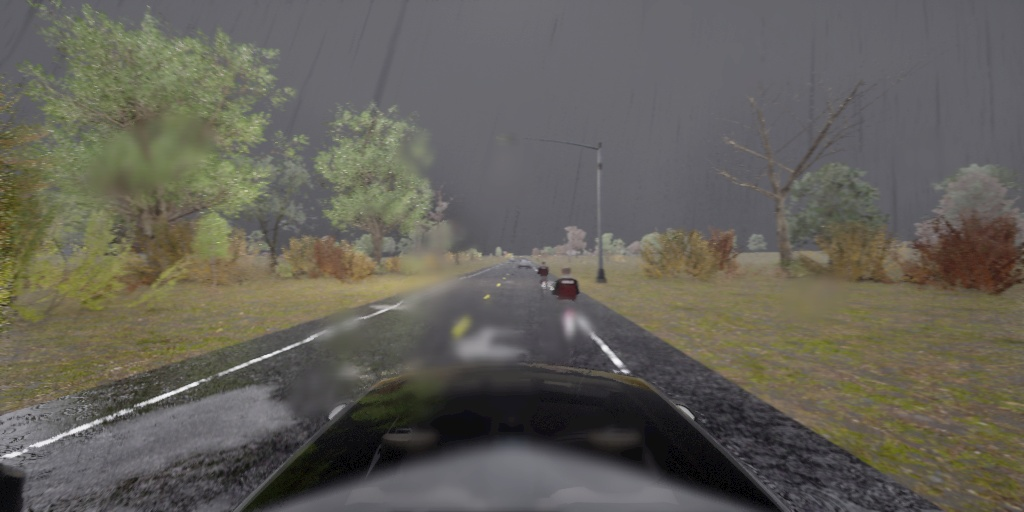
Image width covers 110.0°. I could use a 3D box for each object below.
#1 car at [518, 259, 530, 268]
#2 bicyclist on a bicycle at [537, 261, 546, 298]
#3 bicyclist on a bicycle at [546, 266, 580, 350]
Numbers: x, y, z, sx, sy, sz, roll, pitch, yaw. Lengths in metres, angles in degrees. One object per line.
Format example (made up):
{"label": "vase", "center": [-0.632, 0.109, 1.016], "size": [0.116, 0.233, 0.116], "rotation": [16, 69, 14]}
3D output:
{"label": "car", "center": [2.032, 1.301, 59.440], "size": [1.994, 1.385, 4.181], "rotation": [-1, 0, 2]}
{"label": "bicyclist on a bicycle", "center": [1.520, 1.110, 17.321], "size": [0.659, 1.776, 1.843], "rotation": [-1, 0, 2]}
{"label": "bicyclist on a bicycle", "center": [1.218, 1.111, 8.117], "size": [0.659, 1.776, 1.843], "rotation": [-1, 0, 2]}
